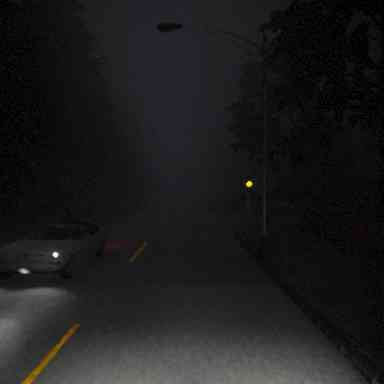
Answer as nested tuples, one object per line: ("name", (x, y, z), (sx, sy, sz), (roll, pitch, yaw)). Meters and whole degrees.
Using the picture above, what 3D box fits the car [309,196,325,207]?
("car", (15.798, 1.258, 43.640), (1.994, 1.381, 4.181), (0, 0, 0))

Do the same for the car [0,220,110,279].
("car", (-4.002, 1.592, 10.162), (1.895, 1.301, 4.718), (0, 0, 0))
